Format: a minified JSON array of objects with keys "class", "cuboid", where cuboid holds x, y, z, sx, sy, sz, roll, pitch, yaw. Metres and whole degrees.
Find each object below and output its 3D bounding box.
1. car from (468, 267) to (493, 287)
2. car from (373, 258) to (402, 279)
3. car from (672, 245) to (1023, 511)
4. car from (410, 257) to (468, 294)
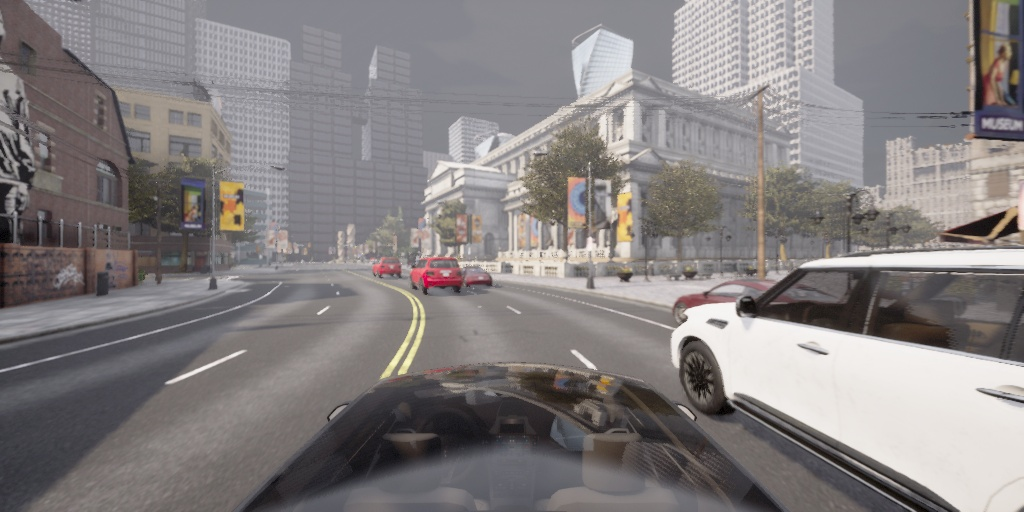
[{"class":"car","cuboid":[-2.947,1.451,25.710,1.994,1.385,4.181,0,0,-26]},{"class":"car","cuboid":[-12.872,1.202,36.867,2.150,2.045,5.566,0,0,-29]},{"class":"car","cuboid":[3.511,0.963,2.883,2.150,2.045,5.566,0,-1,-3]},{"class":"car","cuboid":[-4.649,1.093,21.488,2.150,2.045,5.566,0,0,-25]}]
